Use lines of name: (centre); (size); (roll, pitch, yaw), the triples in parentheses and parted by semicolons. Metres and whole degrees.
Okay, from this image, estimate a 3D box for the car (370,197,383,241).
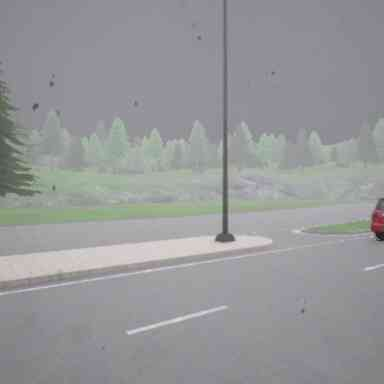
car: (10.466, 1.199, 15.193); (5.566, 2.045, 2.150); (0, 0, -33)
